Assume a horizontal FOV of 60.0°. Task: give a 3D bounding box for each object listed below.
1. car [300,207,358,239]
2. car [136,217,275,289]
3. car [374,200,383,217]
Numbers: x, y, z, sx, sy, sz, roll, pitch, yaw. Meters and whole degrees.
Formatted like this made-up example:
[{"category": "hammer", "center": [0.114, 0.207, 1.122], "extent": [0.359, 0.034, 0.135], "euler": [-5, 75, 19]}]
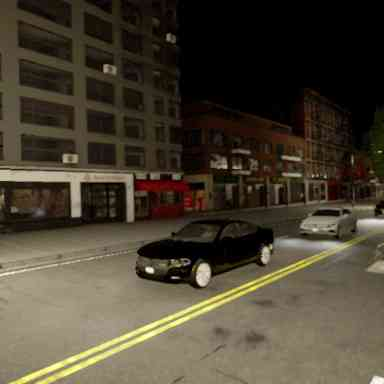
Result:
[{"category": "car", "center": [7.369, 1.518, 17.600], "extent": [1.812, 1.442, 4.674], "euler": [-2, -1, 41]}, {"category": "car", "center": [0.621, 1.542, 9.710], "extent": [1.882, 1.535, 5.008], "euler": [-2, -1, 40]}, {"category": "car", "center": [17.627, 1.405, 29.584], "extent": [2.128, 1.511, 4.902], "euler": [-2, -1, 40]}]
